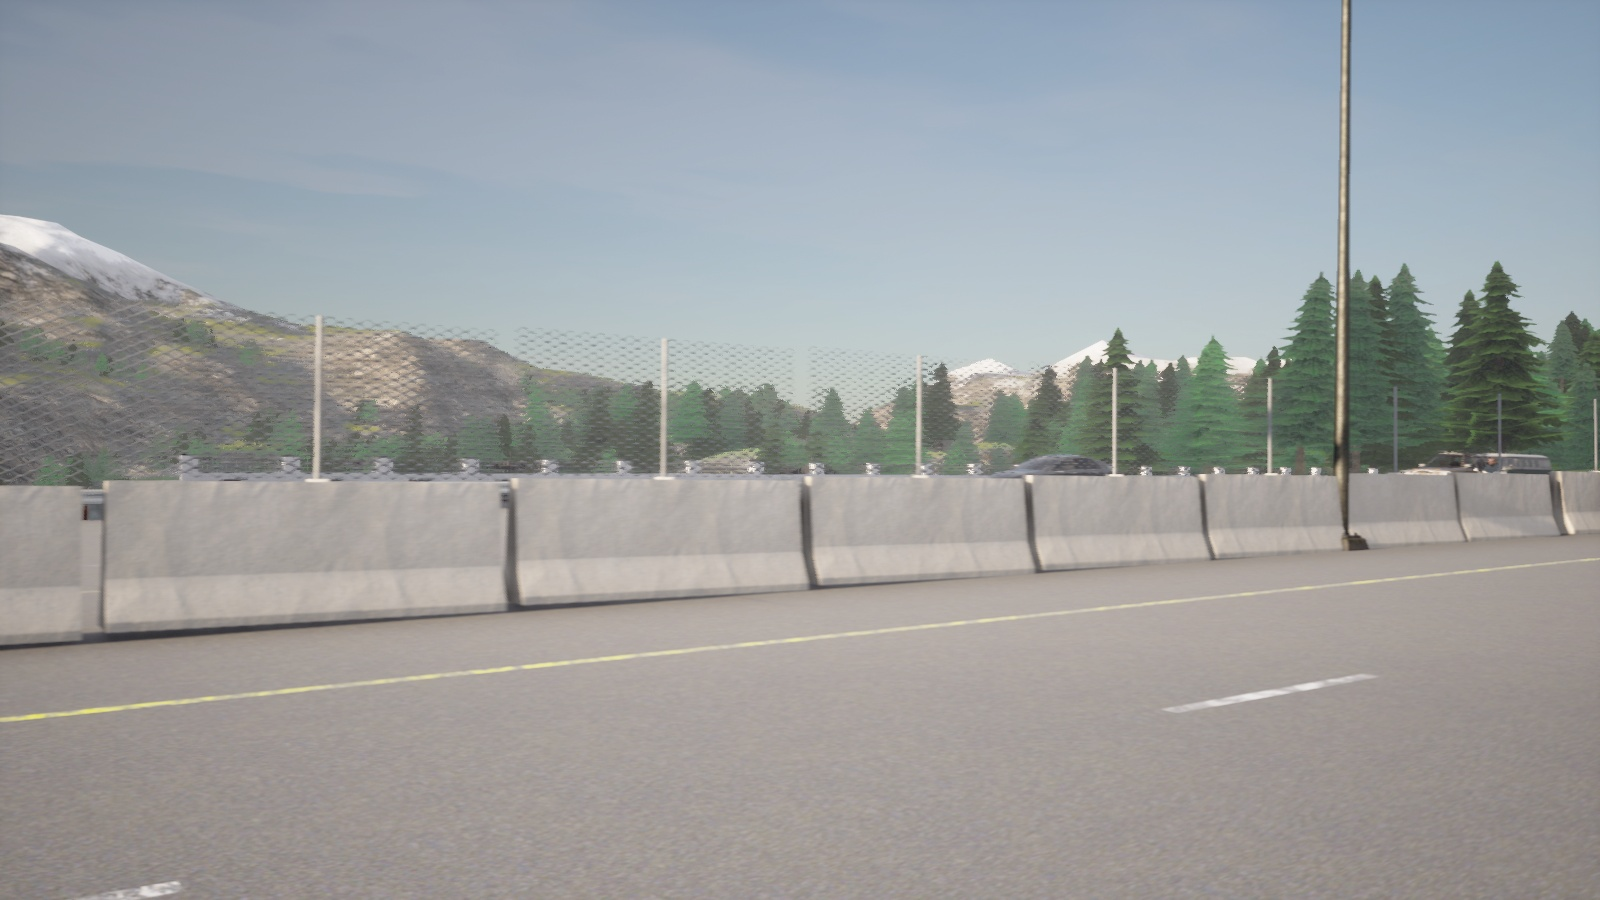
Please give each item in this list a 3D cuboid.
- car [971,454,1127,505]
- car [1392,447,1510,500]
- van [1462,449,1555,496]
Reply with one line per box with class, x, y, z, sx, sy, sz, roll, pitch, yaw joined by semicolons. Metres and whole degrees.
car;7.758;0.870;38.908;4.892;1.490;1.837;0;0;-35
car;23.740;0.867;45.757;4.605;1.855;1.932;1;-1;-35
van;31.169;1.009;55.202;4.442;1.987;1.775;1;-1;-35
